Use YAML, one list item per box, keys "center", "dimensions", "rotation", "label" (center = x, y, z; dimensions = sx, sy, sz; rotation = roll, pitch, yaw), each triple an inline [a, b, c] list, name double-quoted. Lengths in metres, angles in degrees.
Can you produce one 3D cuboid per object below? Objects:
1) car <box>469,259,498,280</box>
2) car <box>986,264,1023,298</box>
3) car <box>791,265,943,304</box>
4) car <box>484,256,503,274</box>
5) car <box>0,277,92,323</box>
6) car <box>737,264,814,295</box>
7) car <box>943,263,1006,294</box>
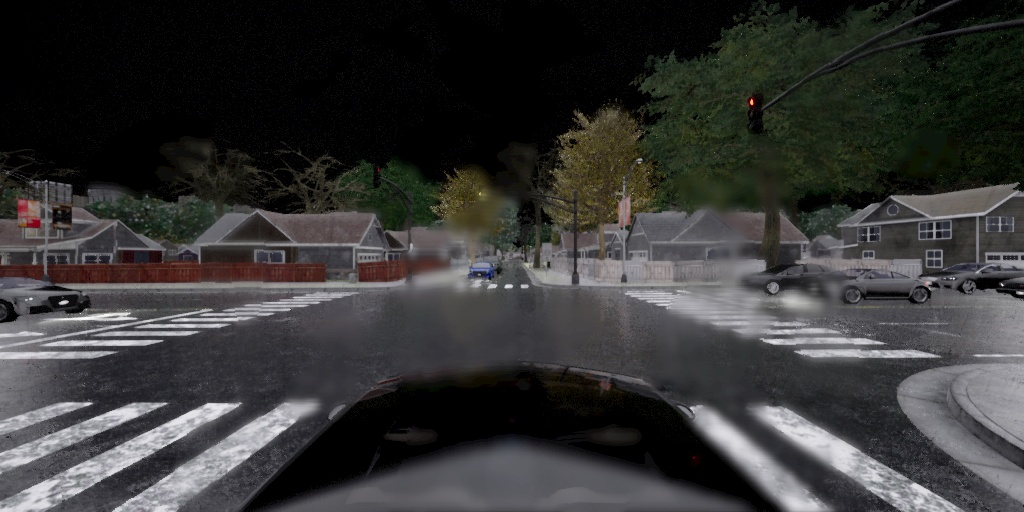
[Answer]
- center: [-2.592, 1.241, 31.429]
  dimensions: [1.882, 1.535, 5.008]
  rotation: [0, 0, 1]
  label: "car"
- center: [23.954, 1.149, 14.939]
  dimensions: [5.357, 1.411, 2.033]
  rotation: [0, 0, 1]
  label: "car"
- center: [14.717, 1.217, 15.087]
  dimensions: [4.181, 1.385, 1.994]
  rotation: [0, 0, 1]
  label: "car"
- center: [-2.397, 0.993, 41.665]
  dimensions: [2.150, 2.045, 5.566]
  rotation: [0, 0, 1]
  label: "car"
- center: [-17.120, 1.407, 12.145]
  dimensions: [4.181, 1.385, 1.994]
  rotation: [0, 0, 1]
  label: "car"
- center: [14.263, 1.158, 18.335]
  dimensions: [4.892, 1.490, 1.837]
  rotation: [0, 0, 2]
  label: "car"
- center: [23.593, 1.093, 18.197]
  dimensions: [4.902, 1.511, 2.128]
  rotation: [0, 0, 1]
  label: "car"
